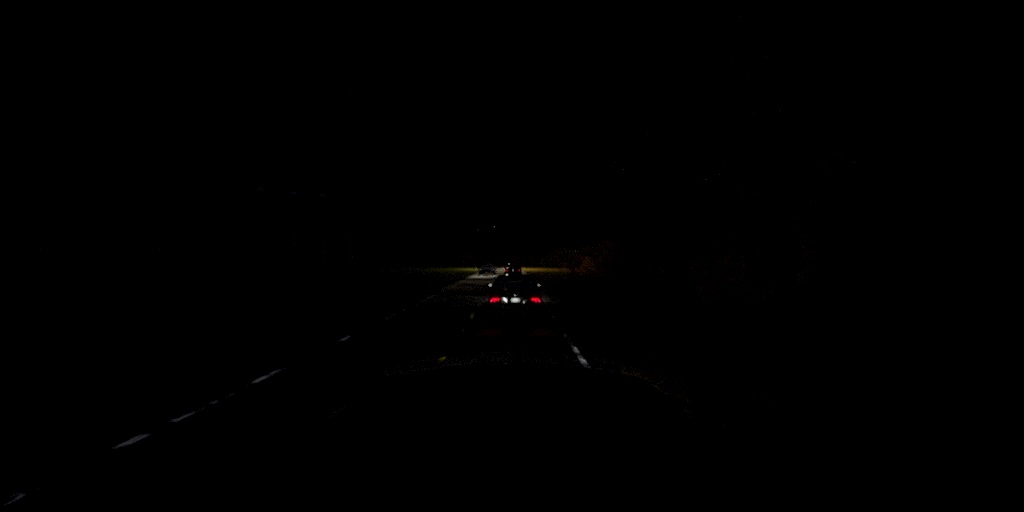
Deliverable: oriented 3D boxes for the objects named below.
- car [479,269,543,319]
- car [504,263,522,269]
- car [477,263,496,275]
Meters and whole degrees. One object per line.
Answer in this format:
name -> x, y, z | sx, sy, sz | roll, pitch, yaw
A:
car -> 0.099, 1.368, 13.120 | 2.033, 1.411, 5.357 | 0, 0, 0
car -> 0.101, 1.519, 39.167 | 2.033, 1.411, 5.357 | 0, 0, 0
car -> -2.819, 1.512, 42.066 | 1.812, 1.442, 4.674 | 0, 0, 0
